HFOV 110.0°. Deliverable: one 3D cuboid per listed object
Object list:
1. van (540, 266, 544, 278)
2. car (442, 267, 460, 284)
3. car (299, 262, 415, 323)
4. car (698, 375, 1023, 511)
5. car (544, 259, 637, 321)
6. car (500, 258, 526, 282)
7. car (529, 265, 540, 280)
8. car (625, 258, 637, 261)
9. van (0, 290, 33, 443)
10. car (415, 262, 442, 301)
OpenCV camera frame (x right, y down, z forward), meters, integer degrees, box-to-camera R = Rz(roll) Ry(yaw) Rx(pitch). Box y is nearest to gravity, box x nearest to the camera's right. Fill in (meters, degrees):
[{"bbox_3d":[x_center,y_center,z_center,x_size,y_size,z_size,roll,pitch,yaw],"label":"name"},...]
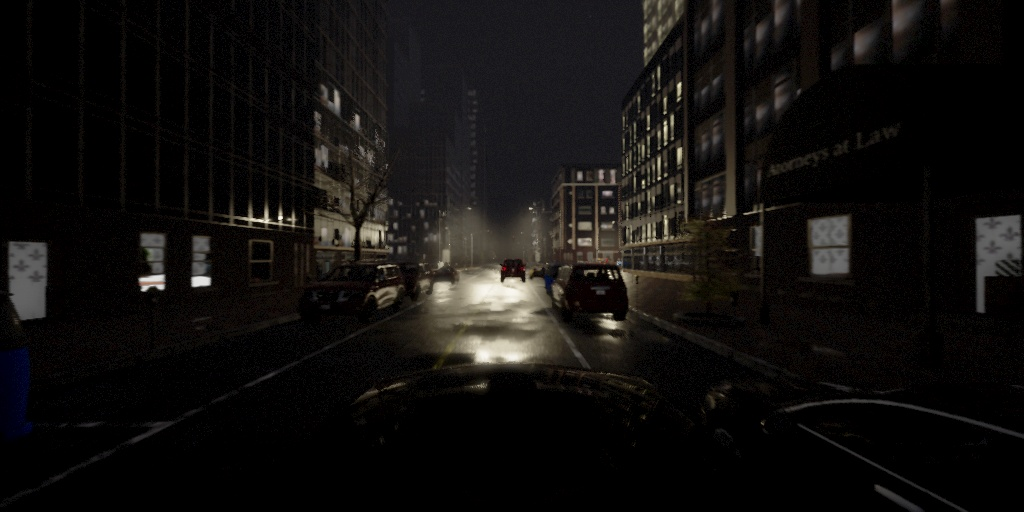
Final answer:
[{"bbox_3d":[2.564,1.230,18.285,1.690,1.789,3.998,0,0,0],"label":"van"},{"bbox_3d":[-5.316,1.567,29.401,1.802,1.307,4.207,0,0,0],"label":"car"},{"bbox_3d":[-5.316,1.158,12.726,2.192,1.841,5.009,0,0,0],"label":"car"},{"bbox_3d":[2.564,1.299,1.609,2.007,1.370,4.403,0,0,0],"label":"car"},{"bbox_3d":[2.564,1.157,12.726,2.192,1.841,5.009,0,0,0],"label":"car"},{"bbox_3d":[0.099,1.228,31.886,2.150,2.045,5.566,0,0,0],"label":"car"},{"bbox_3d":[2.564,1.557,35.130,1.751,1.417,4.829,0,0,0],"label":"car"},{"bbox_3d":[21.086,1.491,57.516,4.507,1.381,1.888,0,0,-1],"label":"car"},{"bbox_3d":[-5.316,1.091,1.609,1.690,1.789,3.998,0,0,0],"label":"van"},{"bbox_3d":[-5.316,1.205,18.284,2.192,1.841,5.009,0,0,0],"label":"car"}]
